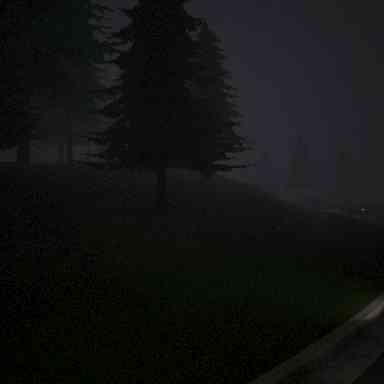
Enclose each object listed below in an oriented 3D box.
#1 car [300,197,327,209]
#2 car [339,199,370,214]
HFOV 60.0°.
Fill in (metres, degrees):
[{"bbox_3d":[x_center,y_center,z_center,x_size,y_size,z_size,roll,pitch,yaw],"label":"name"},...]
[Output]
[{"bbox_3d":[16.820,1.504,46.290,1.837,1.490,4.892,0,0,-10],"label":"car"},{"bbox_3d":[17.338,1.525,35.536,1.812,1.442,4.674,0,0,6],"label":"car"}]
